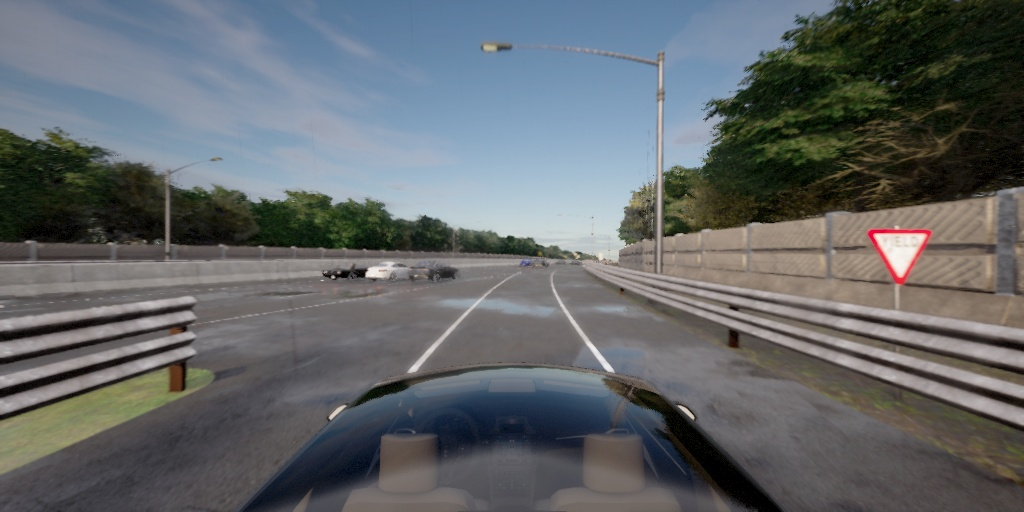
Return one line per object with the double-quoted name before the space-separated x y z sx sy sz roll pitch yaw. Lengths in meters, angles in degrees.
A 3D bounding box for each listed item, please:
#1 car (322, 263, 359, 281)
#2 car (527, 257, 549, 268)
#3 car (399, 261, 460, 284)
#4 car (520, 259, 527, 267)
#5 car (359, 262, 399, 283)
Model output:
"car" -12.067 1.197 27.679 1.895 1.301 4.718 0 0 18
"car" 4.416 1.133 55.076 2.128 1.511 4.902 0 -1 18
"car" -5.438 1.087 25.451 2.128 1.511 4.902 -1 0 18
"car" 2.650 1.211 60.877 1.812 1.442 4.674 0 -1 18
"car" -8.754 1.132 26.549 1.812 1.442 4.674 0 0 18
